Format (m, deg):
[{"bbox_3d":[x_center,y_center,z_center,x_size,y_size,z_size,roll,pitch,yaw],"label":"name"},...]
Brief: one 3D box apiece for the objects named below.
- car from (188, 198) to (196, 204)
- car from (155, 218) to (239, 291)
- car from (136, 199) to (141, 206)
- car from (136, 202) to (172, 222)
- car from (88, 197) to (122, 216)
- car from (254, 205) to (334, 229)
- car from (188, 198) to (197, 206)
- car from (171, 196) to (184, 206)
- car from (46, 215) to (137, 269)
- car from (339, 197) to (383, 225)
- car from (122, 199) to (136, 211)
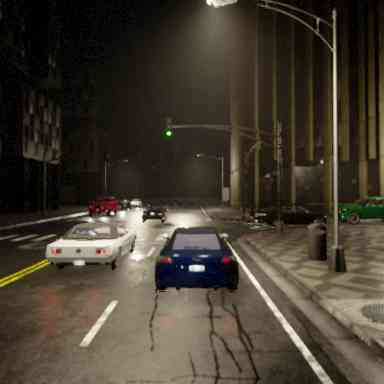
[{"bbox_3d":[0.022,2.067,78.812,1.895,1.301,4.718,0,0,0],"label":"car"},{"bbox_3d":[0.105,1.651,9.285,1.994,1.385,4.181,0,0,0],"label":"car"},{"bbox_3d":[-9.771,1.973,57.433,1.812,1.442,4.674,0,0,0],"label":"car"},{"bbox_3d":[-3.142,1.797,28.760,2.033,1.411,5.357,0,0,0],"label":"car"},{"bbox_3d":[-9.839,1.534,37.319,2.150,2.045,5.566,0,0,0],"label":"car"},{"bbox_3d":[6.486,1.622,21.751,4.902,1.511,2.128,0,-2,-15],"label":"car"},{"bbox_3d":[0.018,2.060,67.196,2.033,1.411,5.357,0,0,0],"label":"car"},{"bbox_3d":[-3.231,2.021,67.685,1.837,1.490,4.892,0,0,0],"label":"car"},{"bbox_3d":[-3.146,1.707,11.514,1.895,1.301,4.718,0,-1,0],"label":"car"},{"bbox_3d":[13.575,1.380,25.184,5.566,2.045,2.150,0,-1,2],"label":"car"},{"bbox_3d":[-9.826,1.872,47.389,2.128,1.511,4.902,0,0,0],"label":"car"}]
